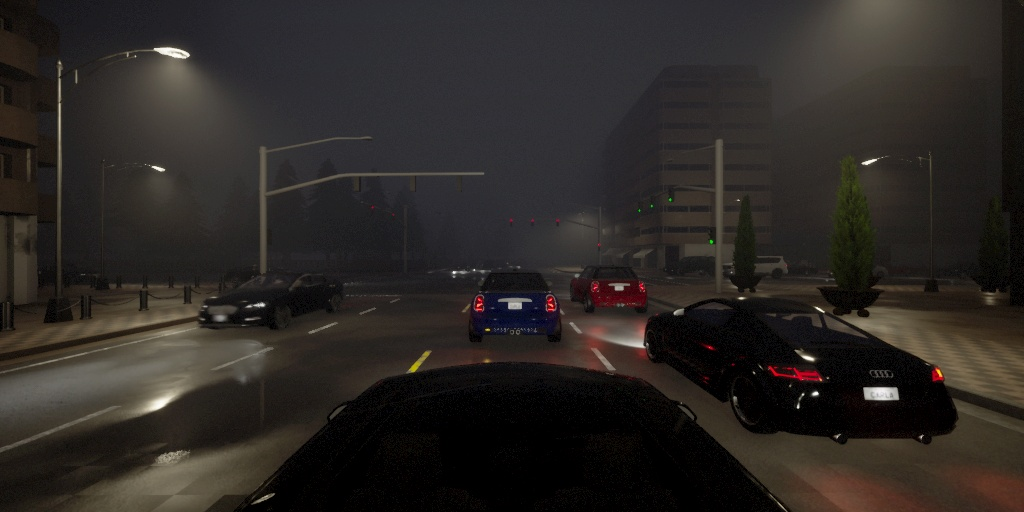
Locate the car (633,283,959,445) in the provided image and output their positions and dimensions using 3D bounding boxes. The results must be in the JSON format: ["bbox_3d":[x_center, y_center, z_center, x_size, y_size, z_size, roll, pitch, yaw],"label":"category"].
[{"bbox_3d":[3.607,1.314,5.510,1.994,1.385,4.181,0,0,0],"label":"car"}]

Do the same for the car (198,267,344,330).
[{"bbox_3d":[-7.042,1.241,11.127,2.128,1.511,4.902,0,0,1],"label":"car"}]

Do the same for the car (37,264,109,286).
[{"bbox_3d":[-31.896,1.297,25.631,4.902,1.511,2.128,0,0,0],"label":"car"}]

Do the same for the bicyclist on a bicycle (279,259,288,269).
[{"bbox_3d":[-25.611,1.106,40.135,0.582,1.620,1.656,0,0,0],"label":"bicyclist on a bicycle"}]

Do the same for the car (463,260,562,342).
[{"bbox_3d":[0.083,1.102,9.923,2.097,1.767,4.553,0,0,0],"label":"car"}]

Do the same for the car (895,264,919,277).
[{"bbox_3d":[38.227,1.406,36.588,4.718,1.301,1.895,0,0,0],"label":"car"}]

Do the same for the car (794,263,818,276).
[{"bbox_3d":[28.181,1.406,36.557,4.718,1.301,1.895,0,0,0],"label":"car"}]

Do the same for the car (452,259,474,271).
[{"bbox_3d":[-6.859,1.314,48.668,1.994,1.385,4.181,0,0,2],"label":"car"}]

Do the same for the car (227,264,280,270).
[{"bbox_3d":[-17.688,1.297,25.683,4.902,1.511,2.128,0,0,0],"label":"car"}]

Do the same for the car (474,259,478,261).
[{"bbox_3d":[-6.246,1.255,57.557,1.837,1.490,4.892,0,0,7],"label":"car"}]

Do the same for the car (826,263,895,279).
[{"bbox_3d":[31.806,1.331,33.068,4.674,1.442,1.812,0,0,0],"label":"car"}]

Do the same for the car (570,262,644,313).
[{"bbox_3d":[3.606,1.102,14.151,2.097,1.767,4.553,0,0,0],"label":"car"}]

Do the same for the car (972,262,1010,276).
[{"bbox_3d":[41.907,1.353,29.412,5.357,1.411,2.033,0,0,0],"label":"car"}]

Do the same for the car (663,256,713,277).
[{"bbox_3d":[18.422,1.027,36.521,5.566,2.045,2.150,0,0,0],"label":"car"}]

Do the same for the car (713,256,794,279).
[{"bbox_3d":[22.169,1.027,33.036,5.566,2.045,2.150,0,0,0],"label":"car"}]

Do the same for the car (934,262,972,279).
[{"bbox_3d":[42.130,1.283,33.091,5.008,1.535,1.882,0,0,0],"label":"car"}]
